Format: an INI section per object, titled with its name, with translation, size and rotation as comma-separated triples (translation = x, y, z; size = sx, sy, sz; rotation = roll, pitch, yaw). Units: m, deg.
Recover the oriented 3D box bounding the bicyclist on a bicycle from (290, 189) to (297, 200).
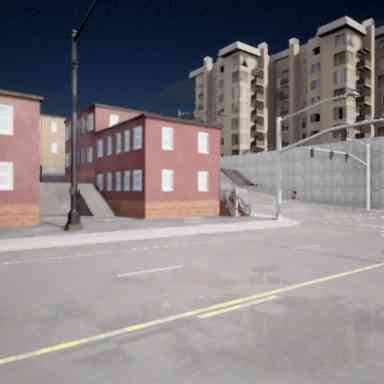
[bicyclist on a bicycle]
translation = 14.612, 0.377, 47.736
size = 1.656, 1.620, 0.582
rotation = 0, 6, -35
